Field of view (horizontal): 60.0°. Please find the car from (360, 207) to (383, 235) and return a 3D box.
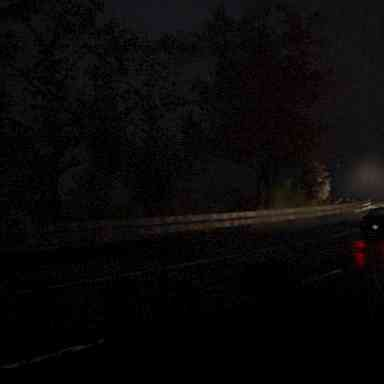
[{"bbox_3d":[10.682,1.540,18.160,1.812,1.442,4.674,0,0,44],"label":"car"}]
